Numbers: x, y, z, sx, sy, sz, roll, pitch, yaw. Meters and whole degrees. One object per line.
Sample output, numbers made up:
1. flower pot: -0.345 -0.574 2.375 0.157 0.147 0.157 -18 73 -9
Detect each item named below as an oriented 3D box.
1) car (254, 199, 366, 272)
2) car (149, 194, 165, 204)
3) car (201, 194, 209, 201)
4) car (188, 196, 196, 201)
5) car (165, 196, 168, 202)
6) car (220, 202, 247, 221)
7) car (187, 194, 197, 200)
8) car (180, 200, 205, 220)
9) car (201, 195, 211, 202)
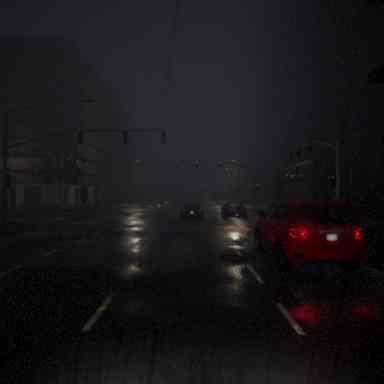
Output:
1. car: 3.559 1.244 11.083 2.150 2.045 5.566 0 0 0
2. car: -7.202 1.360 66.607 2.150 2.045 5.566 0 0 1
3. car: 3.612 1.528 91.328 2.097 1.767 4.553 0 0 1
4. car: 0.113 1.712 91.401 2.033 1.411 5.357 0 0 1
5. car: -6.992 1.616 83.017 1.812 1.442 4.674 0 0 1
6. car: 3.492 1.578 28.318 2.128 1.511 4.902 0 0 0
7. car: -0.019 1.388 80.832 2.150 2.045 5.566 0 0 1
8. car: -0.010 1.650 28.909 1.994 1.385 4.181 0 0 0
9. car: 3.488 1.525 81.359 2.097 1.767 4.553 0 0 1
